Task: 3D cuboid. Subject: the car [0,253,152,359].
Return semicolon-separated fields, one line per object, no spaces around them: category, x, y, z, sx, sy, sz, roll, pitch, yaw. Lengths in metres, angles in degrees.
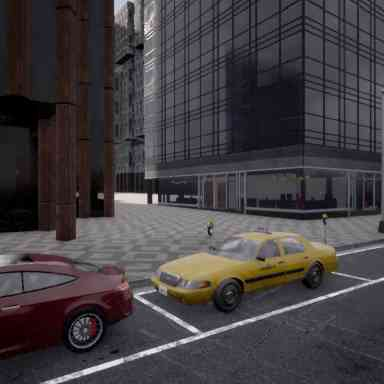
car;-2.879;1.582;4.596;4.206;1.307;1.802;0;0;-35

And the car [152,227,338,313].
car;1.419;1.525;7.644;4.829;1.417;1.752;0;0;-35
